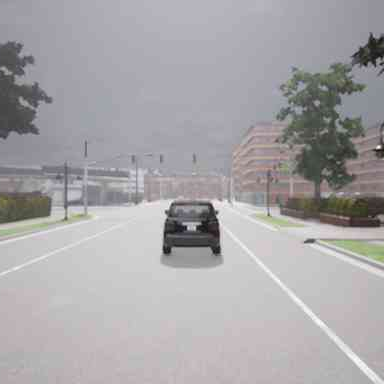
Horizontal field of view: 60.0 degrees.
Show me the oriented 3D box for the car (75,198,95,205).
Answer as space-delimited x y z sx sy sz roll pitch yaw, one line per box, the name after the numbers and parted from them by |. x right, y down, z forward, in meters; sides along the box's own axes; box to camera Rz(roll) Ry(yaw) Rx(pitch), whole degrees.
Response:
-24.100 2.167 75.128 3.806 1.475 1.970 0 -1 1 | car

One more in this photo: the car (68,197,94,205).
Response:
-23.378 1.952 69.379 4.611 1.667 2.242 0 -1 1 | car

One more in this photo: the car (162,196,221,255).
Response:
-0.012 1.350 14.036 2.150 2.045 5.566 0 0 0 | car
